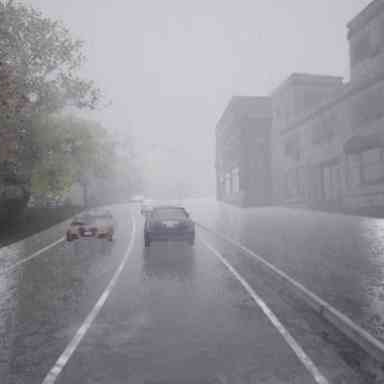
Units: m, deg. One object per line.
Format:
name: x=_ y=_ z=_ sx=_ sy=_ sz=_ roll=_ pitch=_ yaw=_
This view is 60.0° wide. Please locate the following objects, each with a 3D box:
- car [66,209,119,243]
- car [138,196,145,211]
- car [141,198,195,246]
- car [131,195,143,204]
car: x=-4.646 y=1.535 z=15.991 sx=1.994 sy=1.385 sz=4.181 roll=1 pitch=0 yaw=-8
car: x=-4.194 y=1.448 z=33.394 sx=1.812 sy=1.442 sz=4.674 roll=1 pitch=0 yaw=-11
car: x=-1.141 y=1.354 z=15.429 sx=2.097 sy=1.767 sz=4.553 roll=0 pitch=0 yaw=-7
car: x=-9.419 y=1.269 z=58.568 sx=1.812 sy=1.442 sz=4.674 roll=-1 pitch=0 yaw=6
